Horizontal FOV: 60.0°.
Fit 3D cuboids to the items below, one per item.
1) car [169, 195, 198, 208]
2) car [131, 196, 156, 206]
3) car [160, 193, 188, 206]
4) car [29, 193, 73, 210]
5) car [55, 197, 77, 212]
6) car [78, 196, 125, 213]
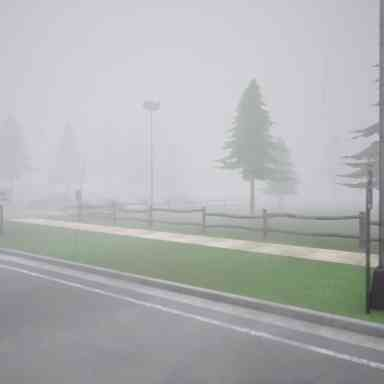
[{"bbox_3d":[-0.819,1.514,48.728,1.812,1.442,4.674,0,0,35],"label":"car"},{"bbox_3d":[-8.217,1.462,56.471,1.882,1.535,5.008,0,0,35],"label":"car"},{"bbox_3d":[-2.583,1.208,52.319,2.150,2.045,5.566,0,0,35],"label":"car"},{"bbox_3d":[-17.912,1.206,42.669,2.150,2.045,5.566,0,0,35],"label":"car"},{"bbox_3d":[-12.783,1.551,37.806,1.994,1.385,4.181,0,0,35],"label":"car"},{"bbox_3d":[-9.576,1.466,36.284,1.882,1.535,5.008,0,0,35],"label":"car"}]
